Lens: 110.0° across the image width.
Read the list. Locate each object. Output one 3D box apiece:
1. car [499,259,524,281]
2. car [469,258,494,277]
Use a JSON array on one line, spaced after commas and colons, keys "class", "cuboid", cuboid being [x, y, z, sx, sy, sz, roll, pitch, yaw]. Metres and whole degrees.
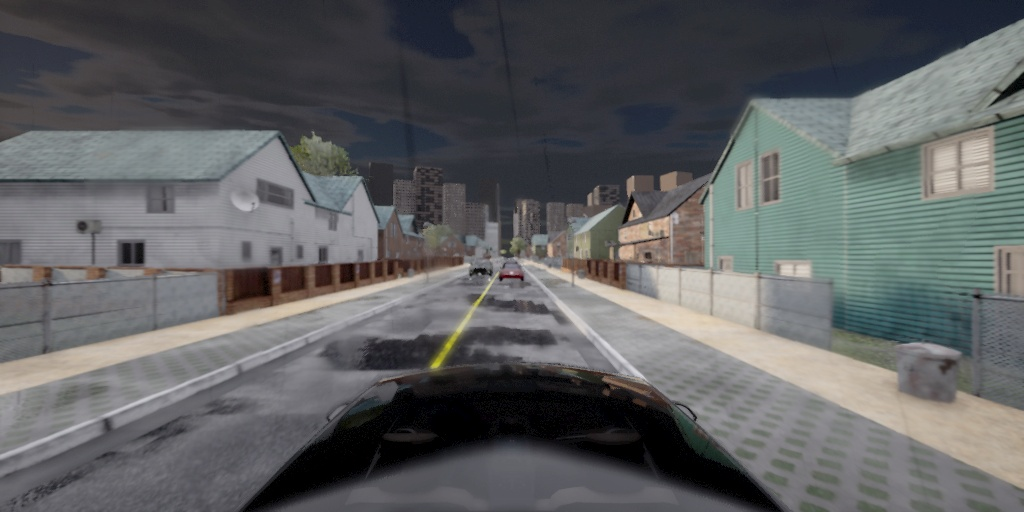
[{"class": "car", "cuboid": [-0.035, 1.218, 28.962, 1.994, 1.385, 4.181, 0, 0, 0]}, {"class": "car", "cuboid": [-2.874, 0.990, 34.257, 2.097, 1.767, 4.553, 0, 0, 0]}]
